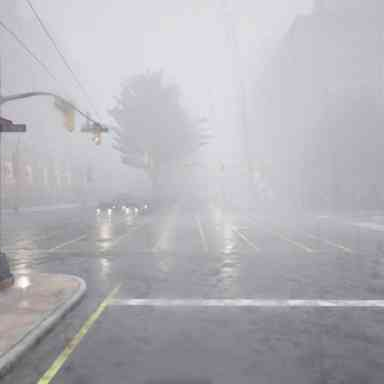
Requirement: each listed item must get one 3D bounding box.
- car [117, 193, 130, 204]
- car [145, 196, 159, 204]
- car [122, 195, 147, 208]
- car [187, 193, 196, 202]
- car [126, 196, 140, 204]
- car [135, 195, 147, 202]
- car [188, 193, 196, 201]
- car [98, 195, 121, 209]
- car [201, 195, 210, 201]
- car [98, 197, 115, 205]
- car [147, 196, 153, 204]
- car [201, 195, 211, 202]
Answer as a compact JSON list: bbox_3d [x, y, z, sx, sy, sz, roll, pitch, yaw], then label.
[{"bbox_3d":[-11.580,1.210,55.531,2.150,2.045,5.566,0,0,1],"label":"car"},{"bbox_3d":[-8.051,1.533,67.378,2.033,1.411,5.357,0,0,0],"label":"car"},{"bbox_3d":[-8.124,1.537,47.520,2.033,1.411,5.357,0,0,0],"label":"car"},{"bbox_3d":[-0.059,1.524,76.821,2.033,1.411,5.357,0,0,0],"label":"car"},{"bbox_3d":[-11.550,1.550,65.415,1.994,1.385,4.181,0,0,0],"label":"car"},{"bbox_3d":[-11.558,1.509,75.649,2.128,1.511,4.902,0,0,0],"label":"car"},{"bbox_3d":[-0.066,1.207,87.062,2.150,2.045,5.566,0,0,0],"label":"car"},{"bbox_3d":[-11.623,1.516,46.119,1.812,1.442,4.674,0,0,0],"label":"car"},{"bbox_3d":[3.434,1.507,87.034,2.128,1.511,4.902,0,0,0],"label":"car"},{"bbox_3d":[-14.793,1.583,57.823,1.895,1.301,4.718,0,0,0],"label":"car"},{"bbox_3d":[-8.073,1.552,56.756,1.994,1.385,4.181,0,0,1],"label":"car"},{"bbox_3d":[3.440,1.579,78.001,1.895,1.301,4.718,0,0,0],"label":"car"}]
